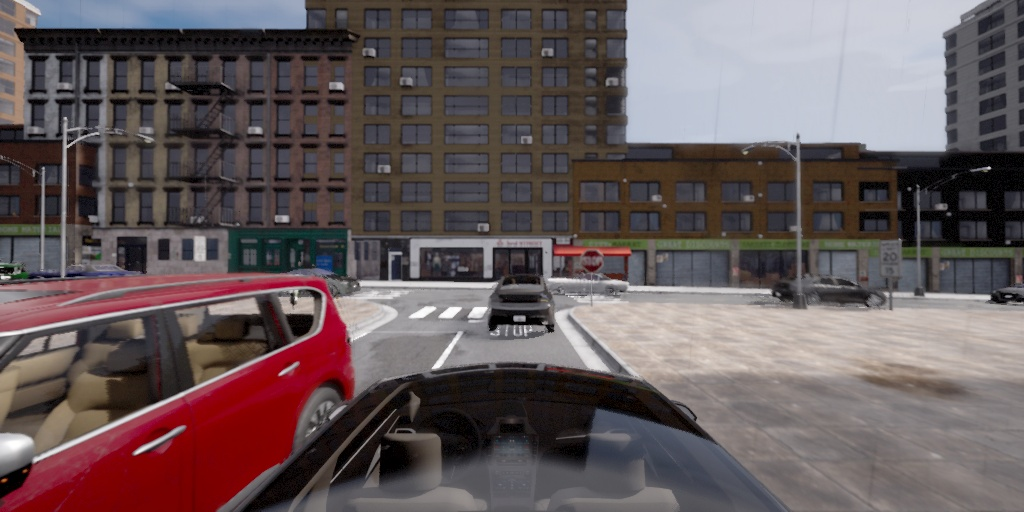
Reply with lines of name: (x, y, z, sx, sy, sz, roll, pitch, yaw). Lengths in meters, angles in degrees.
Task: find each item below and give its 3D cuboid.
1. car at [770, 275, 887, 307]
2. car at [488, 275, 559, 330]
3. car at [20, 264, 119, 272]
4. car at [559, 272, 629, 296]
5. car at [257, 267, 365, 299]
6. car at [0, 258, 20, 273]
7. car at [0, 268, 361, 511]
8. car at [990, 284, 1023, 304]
car: (15.626, 1.723, 17.802, 4.892, 1.490, 1.837, 1, -1, 0)
car: (0.378, 1.327, 11.385, 1.837, 1.490, 4.892, 0, 0, 4)
car: (-24.450, 1.122, 20.580, 4.718, 1.301, 1.895, 1, -1, 0)
car: (4.136, 1.599, 20.700, 4.718, 1.301, 1.895, 1, -1, 0)
car: (-9.753, 1.285, 17.700, 4.181, 1.385, 1.994, 1, -1, 0)
car: (-27.612, 0.663, 17.628, 5.566, 2.045, 2.150, 1, -1, 0)
car: (-2.637, 1.066, 1.847, 2.192, 1.841, 5.009, 0, 0, 0)
car: (30.787, 2.227, 20.807, 4.181, 1.385, 1.994, 2, -1, 0)
